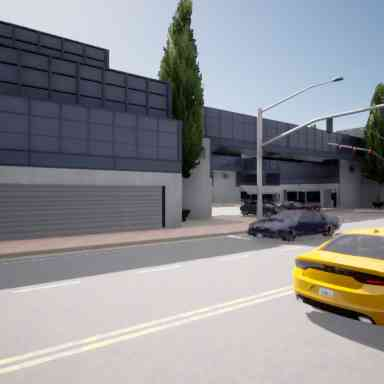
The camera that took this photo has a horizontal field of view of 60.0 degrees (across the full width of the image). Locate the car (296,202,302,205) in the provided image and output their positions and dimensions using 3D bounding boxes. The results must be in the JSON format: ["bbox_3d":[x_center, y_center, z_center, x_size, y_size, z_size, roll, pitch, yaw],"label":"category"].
[{"bbox_3d":[9.724,1.601,31.087,1.895,1.301,4.718,0,0,-37],"label":"car"}]

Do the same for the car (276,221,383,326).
[{"bbox_3d":[4.187,1.478,6.829,5.008,1.535,1.882,0,0,-36],"label":"car"}]

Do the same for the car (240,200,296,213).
[{"bbox_3d":[6.398,1.505,29.683,1.837,1.490,4.892,0,0,-37],"label":"car"}]

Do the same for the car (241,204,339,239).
[{"bbox_3d":[5.175,1.547,16.354,5.357,1.411,2.033,0,0,-35],"label":"car"}]
